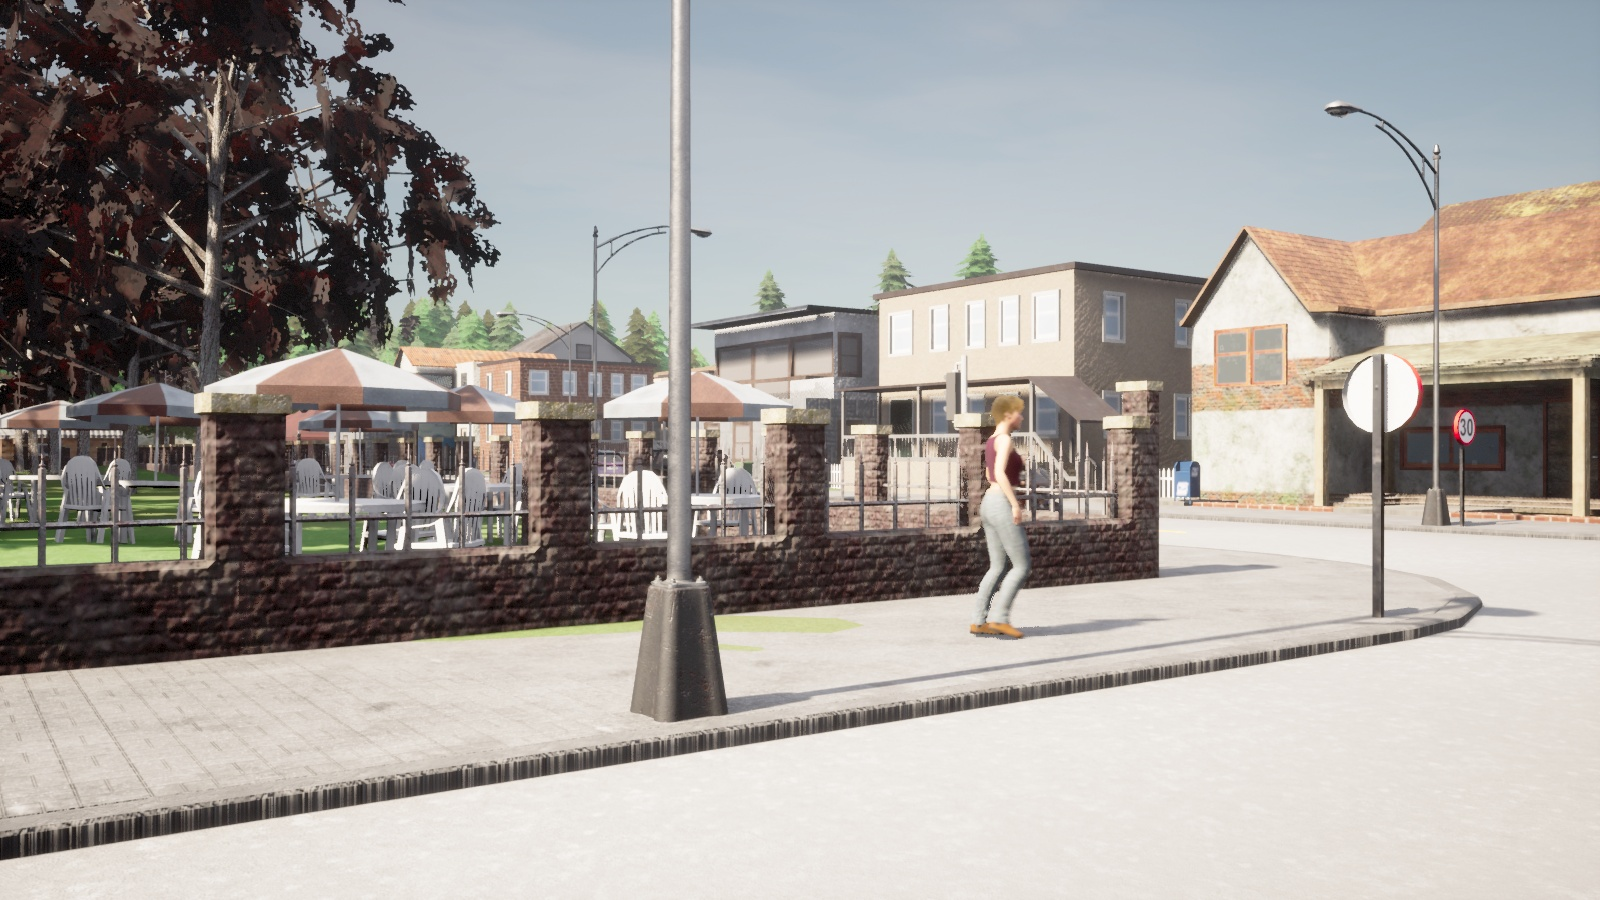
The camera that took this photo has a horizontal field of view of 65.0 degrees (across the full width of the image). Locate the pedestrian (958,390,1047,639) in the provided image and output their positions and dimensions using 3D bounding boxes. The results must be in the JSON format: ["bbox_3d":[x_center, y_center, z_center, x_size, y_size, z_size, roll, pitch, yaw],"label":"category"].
[{"bbox_3d":[1.523,0.474,9.459,0.594,1.836,0.345,0,0,-4],"label":"pedestrian"}]

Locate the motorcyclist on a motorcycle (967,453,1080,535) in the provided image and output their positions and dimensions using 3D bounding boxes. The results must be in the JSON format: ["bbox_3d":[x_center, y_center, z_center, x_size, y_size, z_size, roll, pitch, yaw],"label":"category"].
[{"bbox_3d":[4.342,0.831,24.548,0.866,1.530,2.191,0,0,-35],"label":"motorcyclist on a motorcycle"}]

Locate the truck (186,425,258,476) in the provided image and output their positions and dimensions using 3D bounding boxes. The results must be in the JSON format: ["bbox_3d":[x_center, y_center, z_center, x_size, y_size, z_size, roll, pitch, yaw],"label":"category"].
[{"bbox_3d":[-41.321,0.070,89.628,2.891,3.462,7.936,0,0,-38],"label":"truck"}]

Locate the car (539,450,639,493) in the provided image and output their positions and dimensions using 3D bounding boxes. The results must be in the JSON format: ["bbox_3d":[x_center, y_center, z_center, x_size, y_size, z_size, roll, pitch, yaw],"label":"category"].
[{"bbox_3d":[-8.432,0.814,49.772,2.033,1.649,4.856,0,0,-35],"label":"car"}]

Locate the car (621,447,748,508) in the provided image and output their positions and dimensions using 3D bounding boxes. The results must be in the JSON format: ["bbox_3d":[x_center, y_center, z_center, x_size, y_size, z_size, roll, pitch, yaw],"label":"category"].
[{"bbox_3d":[-3.316,0.737,35.486,1.851,1.617,3.988,0,0,-35],"label":"car"}]
